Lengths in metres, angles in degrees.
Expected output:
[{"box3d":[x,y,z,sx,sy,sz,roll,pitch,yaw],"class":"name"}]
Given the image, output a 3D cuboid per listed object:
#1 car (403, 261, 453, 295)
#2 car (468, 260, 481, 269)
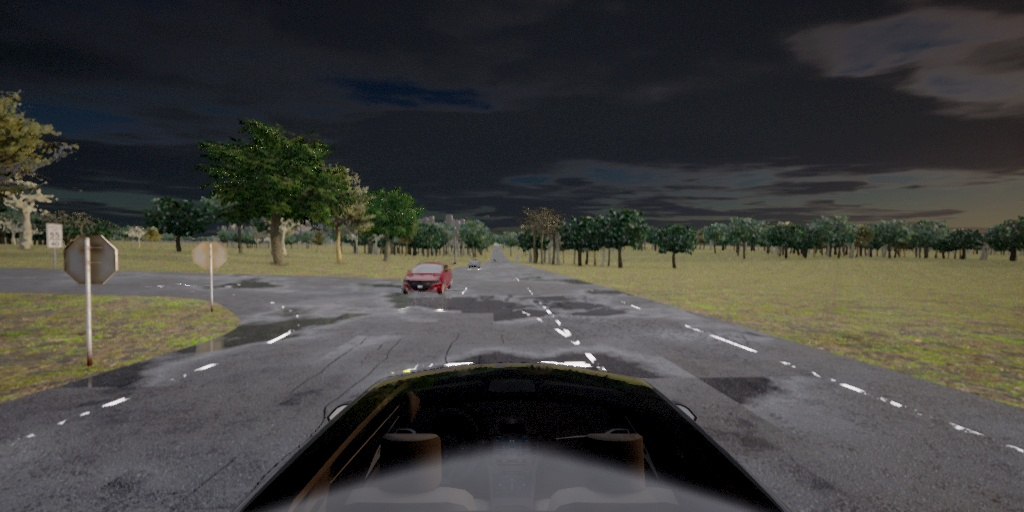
[{"box3d":[-4.230,1.050,18.598,1.882,1.535,5.008,1,1,-3],"class":"car"},{"box3d":[-6.046,1.351,58.133,1.837,1.490,4.892,0,0,-3],"class":"car"}]
